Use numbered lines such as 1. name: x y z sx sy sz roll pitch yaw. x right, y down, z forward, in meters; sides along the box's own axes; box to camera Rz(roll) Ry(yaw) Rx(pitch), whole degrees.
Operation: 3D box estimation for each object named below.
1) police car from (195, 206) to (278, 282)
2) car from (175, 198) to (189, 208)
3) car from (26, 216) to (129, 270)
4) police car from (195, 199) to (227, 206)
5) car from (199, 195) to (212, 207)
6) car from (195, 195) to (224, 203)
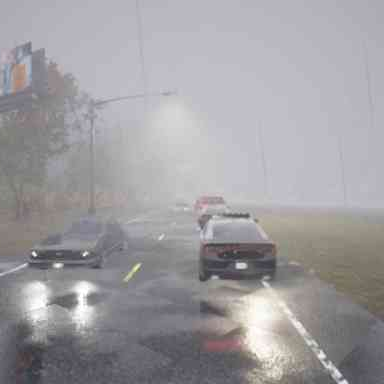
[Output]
1. police car: 1.133 1.430 9.940 1.930 1.638 5.238 0 0 1
2. car: -1.596 1.747 54.086 1.882 1.535 5.008 0 -1 4
3. car: -3.483 1.556 11.386 2.033 1.411 5.357 0 0 1
4. police car: 1.345 1.458 19.905 1.930 1.638 5.238 0 0 2
5. car: 2.450 1.548 60.915 2.150 2.045 5.566 0 -1 5
6. car: 1.531 1.283 25.803 2.150 2.045 5.566 0 0 2
